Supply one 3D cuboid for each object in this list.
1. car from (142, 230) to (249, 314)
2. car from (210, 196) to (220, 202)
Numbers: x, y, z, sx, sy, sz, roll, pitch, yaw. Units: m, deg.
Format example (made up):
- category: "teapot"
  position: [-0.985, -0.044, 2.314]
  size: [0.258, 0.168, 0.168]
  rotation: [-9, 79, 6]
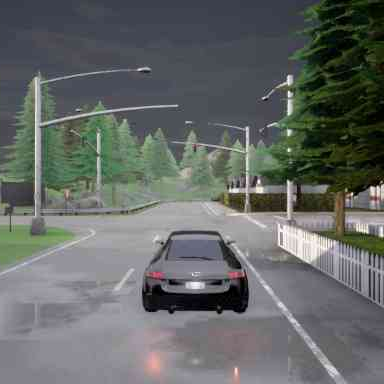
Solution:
- category: "car"
  position: [0.075, 1.564, 7.686]
  size: [1.994, 1.385, 4.181]
  rotation: [0, 0, 1]
- category: "car"
  position: [6.703, 1.524, 72.905]
  size: [5.357, 1.411, 2.033]
  rotation: [0, 0, -22]
